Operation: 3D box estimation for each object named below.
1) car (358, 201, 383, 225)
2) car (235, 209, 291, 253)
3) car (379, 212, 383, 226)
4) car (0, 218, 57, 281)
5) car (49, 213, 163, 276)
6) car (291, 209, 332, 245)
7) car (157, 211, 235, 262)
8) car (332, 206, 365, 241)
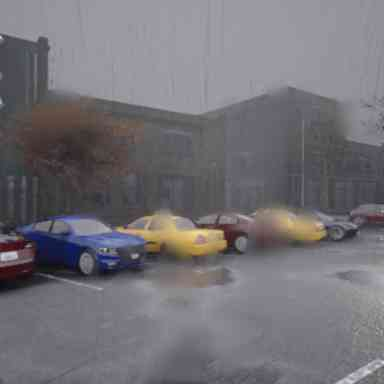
[{"bbox_3d":[13.239,1.529,22.574,4.553,1.767,2.185,-1,-1,35],"label":"car"},{"bbox_3d":[1.221,1.550,13.968,5.008,1.535,2.097,-1,-1,34],"label":"car"},{"bbox_3d":[9.514,1.597,12.635,4.902,1.511,2.128,0,0,-35],"label":"car"},{"bbox_3d":[-6.037,1.517,8.824,4.792,1.488,2.163,-1,-1,35],"label":"car"},{"bbox_3d":[-3.606,1.508,10.524,5.008,1.535,2.097,-1,-1,35],"label":"car"},{"bbox_3d":[3.471,1.570,15.781,5.366,1.575,1.946,-1,-1,35],"label":"car"},{"bbox_3d":[-1.348,1.528,12.346,5.366,1.575,1.946,-1,-1,35],"label":"car"},{"bbox_3d":[6.063,1.621,17.391,4.792,1.488,2.163,-1,-1,34],"label":"car"}]
